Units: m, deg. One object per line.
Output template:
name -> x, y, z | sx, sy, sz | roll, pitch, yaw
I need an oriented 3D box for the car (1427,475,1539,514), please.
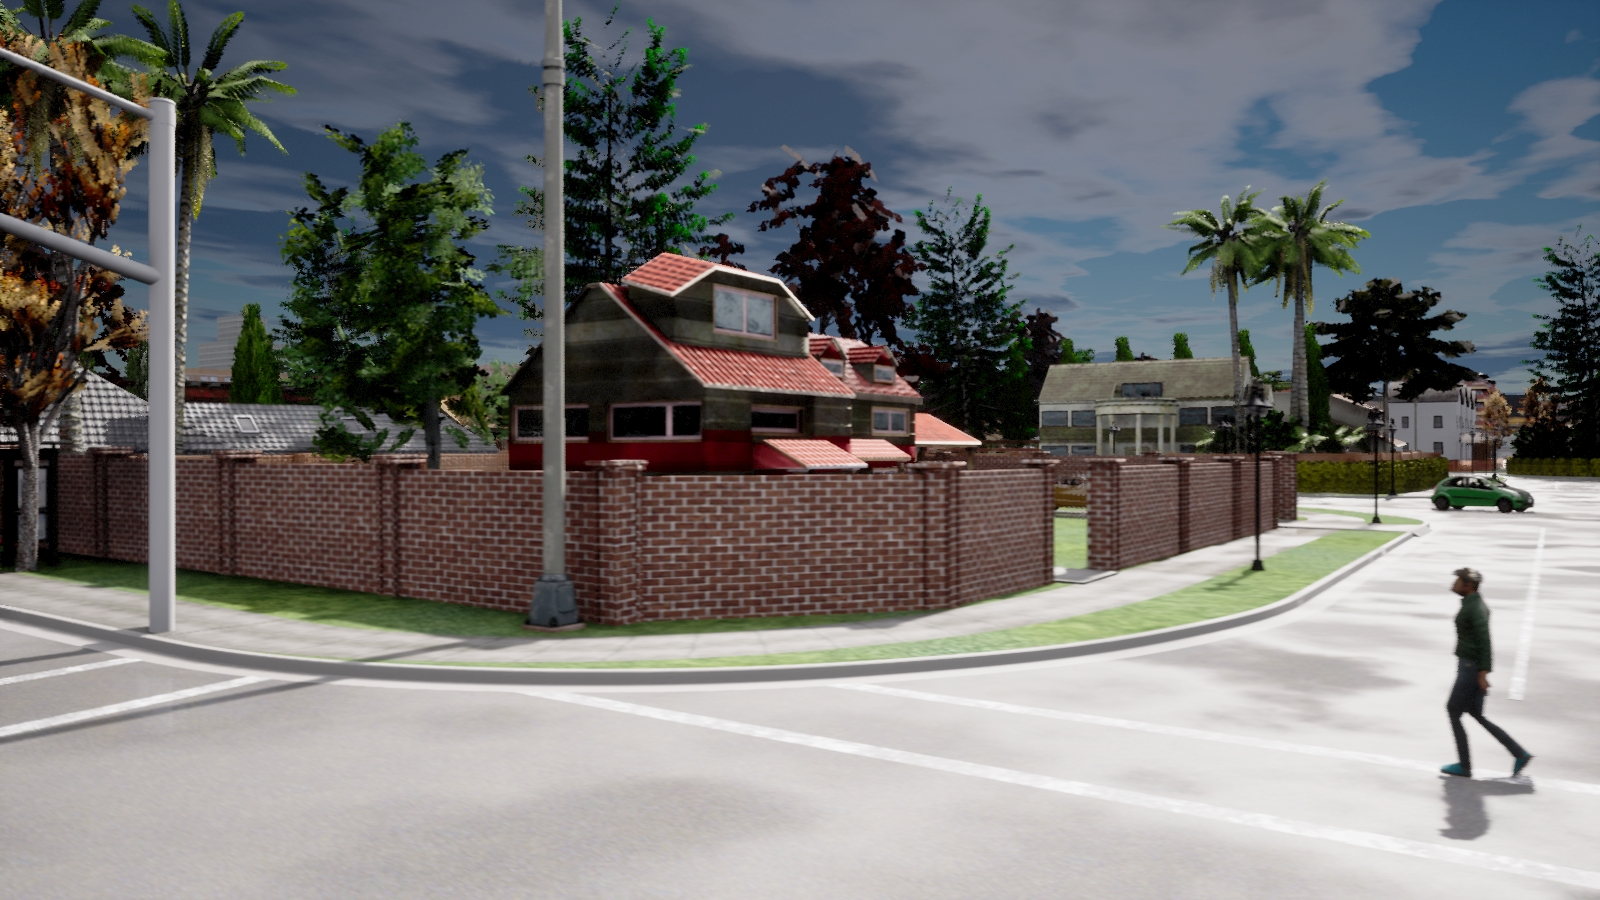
car -> 31.271, 1.990, 52.368 | 1.851, 1.617, 3.988 | 0, 0, -35

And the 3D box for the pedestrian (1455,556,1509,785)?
pedestrian -> 5.822, 1.861, 9.767 | 0.375, 1.860, 0.375 | 0, 0, 28
